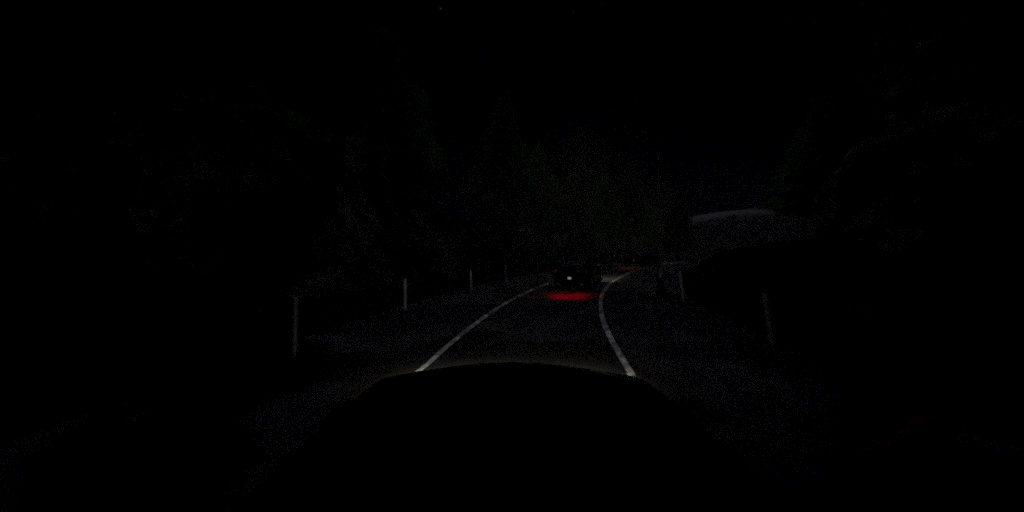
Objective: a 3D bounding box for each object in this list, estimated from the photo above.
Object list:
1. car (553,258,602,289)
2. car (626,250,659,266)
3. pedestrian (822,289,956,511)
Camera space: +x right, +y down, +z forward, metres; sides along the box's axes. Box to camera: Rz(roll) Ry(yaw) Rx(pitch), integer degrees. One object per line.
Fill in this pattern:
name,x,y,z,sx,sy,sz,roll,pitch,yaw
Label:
car,3.657,0.831,19.531,1.882,1.535,5.008,-1,1,21
car,13.035,0.158,35.513,1.882,1.535,5.008,-3,1,41
pedestrian,2.200,1.056,2.104,0.375,1.860,0.375,4,-3,2
